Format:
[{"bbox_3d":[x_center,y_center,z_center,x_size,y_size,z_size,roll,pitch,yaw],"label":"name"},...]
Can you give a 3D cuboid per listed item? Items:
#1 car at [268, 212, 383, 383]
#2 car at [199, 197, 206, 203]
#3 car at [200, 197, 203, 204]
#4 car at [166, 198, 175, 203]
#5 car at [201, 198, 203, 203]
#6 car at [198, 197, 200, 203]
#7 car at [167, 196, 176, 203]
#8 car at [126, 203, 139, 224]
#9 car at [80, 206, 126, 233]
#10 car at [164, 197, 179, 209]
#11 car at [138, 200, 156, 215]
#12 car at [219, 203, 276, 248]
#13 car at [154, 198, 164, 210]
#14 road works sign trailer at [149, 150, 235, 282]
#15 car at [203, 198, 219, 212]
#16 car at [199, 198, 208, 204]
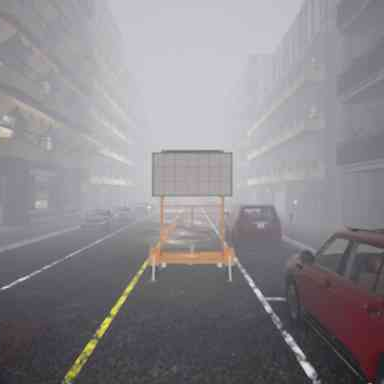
[{"bbox_3d":[2.680,1.347,4.154,2.192,1.841,5.009,-1,0,0],"label":"car"},{"bbox_3d":[2.750,2.187,88.351,1.752,1.417,4.829,-1,0,0],"label":"car"},{"bbox_3d":[2.721,1.847,54.570,1.967,1.590,4.097,-1,0,0],"label":"car"},{"bbox_3d":[-5.631,2.211,88.216,2.008,1.369,4.403,-1,0,0],"label":"car"},{"bbox_3d":[2.718,1.931,48.967,1.947,1.339,4.313,-1,0,0],"label":"car"},{"bbox_3d":[2.741,2.141,76.976,1.947,1.339,4.313,-1,0,0],"label":"car"},{"bbox_3d":[-5.629,2.018,93.820,2.192,1.841,5.009,-1,0,0],"label":"car"},{"bbox_3d":[-5.679,1.780,26.595,1.802,1.307,4.206,-1,0,0],"label":"car"},{"bbox_3d":[-5.684,1.738,20.993,1.802,1.307,4.206,-1,0,0],"label":"car"},{"bbox_3d":[-2.978,1.879,51.927,2.128,1.511,4.902,0,-1,1],"label":"car"},{"bbox_3d":[-5.670,1.832,37.799,2.008,1.369,4.403,-1,0,0],"label":"car"},{"bbox_3d":[2.689,1.430,15.358,2.192,1.841,5.009,-1,0,0],"label":"car"},{"bbox_3d":[-5.662,1.915,49.003,2.008,1.369,4.403,-1,0,0],"label":"car"},{"bbox_3d":[0.011,0.539,10.011,2.380,3.560,2.880,0,0,1],"label":"road works sign trailer"},{"bbox_3d":[2.714,1.850,43.536,1.752,1.417,4.829,-1,0,0],"label":"car"},{"bbox_3d":[2.745,2.169,82.579,2.008,1.369,4.403,-1,0,0],"label":"car"}]
